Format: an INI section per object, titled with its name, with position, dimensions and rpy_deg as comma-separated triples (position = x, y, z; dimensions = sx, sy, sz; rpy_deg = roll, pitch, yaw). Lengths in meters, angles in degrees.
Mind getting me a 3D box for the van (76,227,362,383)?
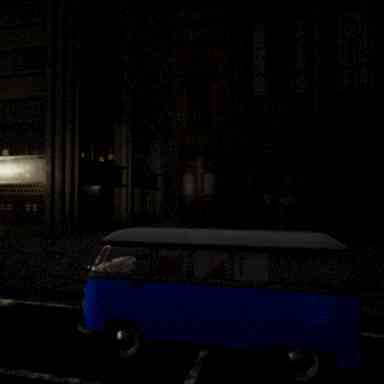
[van]
position = 0.321, 1.455, 4.972
dimensions = 3.998, 1.788, 1.690
rpy_deg = 0, -1, 14
